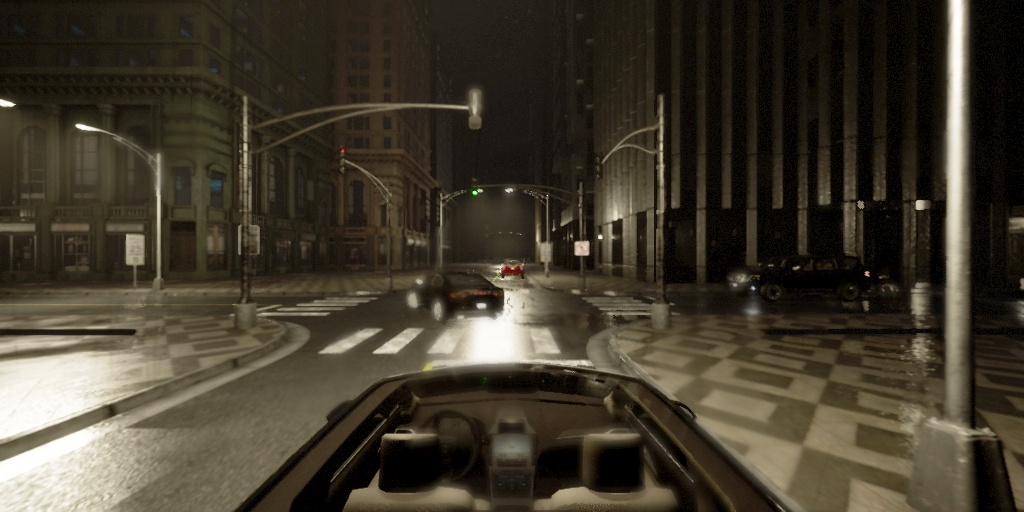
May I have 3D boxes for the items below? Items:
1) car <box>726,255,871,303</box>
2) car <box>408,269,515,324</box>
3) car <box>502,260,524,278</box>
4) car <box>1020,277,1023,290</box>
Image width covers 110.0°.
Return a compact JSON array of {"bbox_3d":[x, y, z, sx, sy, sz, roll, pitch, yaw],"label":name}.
[{"bbox_3d":[12.913,0.969,16.337,5.566,2.045,2.150,0,0,0],"label":"car"},{"bbox_3d":[-2.041,1.235,12.217,1.882,1.535,5.008,1,0,-29],"label":"car"},{"bbox_3d":[0.070,1.162,34.207,2.097,1.767,4.553,0,0,0],"label":"car"},{"bbox_3d":[27.071,0.962,16.343,5.566,2.045,2.150,0,0,0],"label":"car"}]
